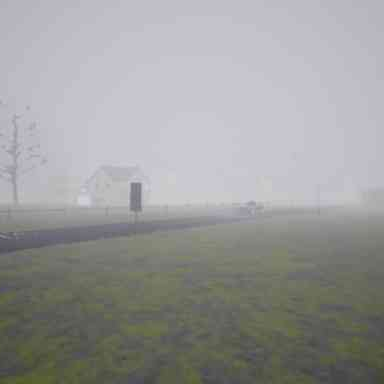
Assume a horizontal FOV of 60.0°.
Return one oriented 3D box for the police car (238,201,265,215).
[{"bbox_3d":[7.513,1.924,42.124,1.930,1.638,5.238,1,0,35],"label":"police car"}]
